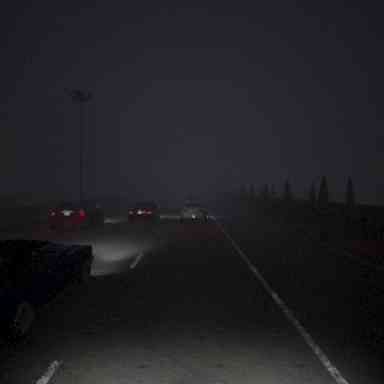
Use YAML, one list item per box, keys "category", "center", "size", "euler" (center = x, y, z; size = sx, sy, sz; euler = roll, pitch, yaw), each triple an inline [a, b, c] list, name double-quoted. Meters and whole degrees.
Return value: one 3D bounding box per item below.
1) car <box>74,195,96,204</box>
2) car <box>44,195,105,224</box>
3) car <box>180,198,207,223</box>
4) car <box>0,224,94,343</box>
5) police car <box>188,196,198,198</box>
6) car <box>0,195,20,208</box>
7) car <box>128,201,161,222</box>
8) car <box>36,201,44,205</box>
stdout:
- category: "car"
  center: [-17.730, 1.209, 55.208]
  size: [2.033, 1.411, 5.357]
  euler: [0, 0, -2]
- category: "car"
  center: [-6.897, 1.221, 20.467]
  size: [2.097, 1.767, 4.553]
  euler: [0, 0, 0]
- category: "car"
  center: [0.104, 1.372, 24.014]
  size: [1.812, 1.442, 4.674]
  euler: [0, 0, 0]
- category: "car"
  center: [-3.398, 1.560, 6.311]
  size: [1.895, 1.301, 4.718]
  euler: [0, 0, 0]
- category: "police car"
  center: [0.086, 1.239, 41.336]
  size: [2.038, 1.542, 4.974]
  euler: [0, 0, 0]
- category: "car"
  center: [-21.066, 1.117, 36.666]
  size: [2.097, 1.767, 4.553]
  euler: [0, 0, 0]
- category: "car"
  center: [-3.396, 1.392, 24.293]
  size: [2.033, 1.411, 5.357]
  euler: [0, 0, 0]
- category: "car"
  center: [-14.074, 1.351, 33.360]
  size: [1.994, 1.385, 4.181]
  euler: [0, 0, 0]
